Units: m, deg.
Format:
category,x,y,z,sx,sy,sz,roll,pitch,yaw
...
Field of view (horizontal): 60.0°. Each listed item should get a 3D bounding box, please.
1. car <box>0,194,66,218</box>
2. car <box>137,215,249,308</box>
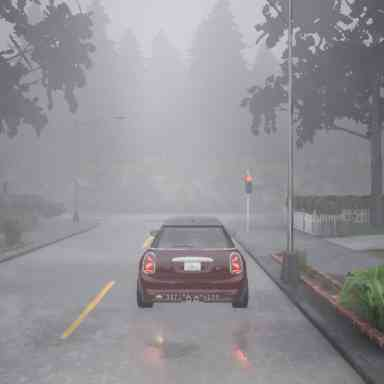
category,x,y,z,sx,sy,sz,roll,pitch,yaw
car,-14.050,1.221,29.218,5.566,2.045,2.150,0,0,0
car,0.021,1.352,8.082,2.097,1.767,4.553,0,0,0
